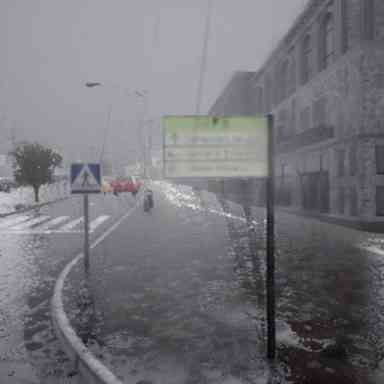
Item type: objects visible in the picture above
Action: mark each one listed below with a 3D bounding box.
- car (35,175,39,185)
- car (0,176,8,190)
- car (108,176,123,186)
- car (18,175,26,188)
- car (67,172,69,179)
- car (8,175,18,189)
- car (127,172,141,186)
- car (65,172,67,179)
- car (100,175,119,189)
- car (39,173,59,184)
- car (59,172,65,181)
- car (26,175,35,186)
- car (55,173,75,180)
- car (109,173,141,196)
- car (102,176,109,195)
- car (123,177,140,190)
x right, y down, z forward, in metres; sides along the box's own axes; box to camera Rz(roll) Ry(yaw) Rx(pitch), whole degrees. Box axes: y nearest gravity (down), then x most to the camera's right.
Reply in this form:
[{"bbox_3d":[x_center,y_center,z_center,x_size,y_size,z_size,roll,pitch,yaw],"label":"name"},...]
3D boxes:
[{"bbox_3d":[-25.950,-1.726,49.950,4.553,1.767,2.185,-3,5,-28],"label":"car"},{"bbox_3d":[-24.314,-0.720,38.289,4.792,1.488,2.163,-3,5,-26],"label":"car"},{"bbox_3d":[-12.712,-1.893,55.429,2.033,1.411,5.357,0,4,-10],"label":"car"},{"bbox_3d":[-25.052,-1.140,44.152,4.674,1.452,2.002,-3,5,-27],"label":"car"},{"bbox_3d":[-32.855,-3.926,84.775,5.008,1.535,2.097,-3,4,-32],"label":"car"},{"bbox_3d":[-24.646,-0.966,41.227,4.892,1.521,2.231,-3,5,-27],"label":"car"},{"bbox_3d":[-9.685,-2.214,55.508,2.150,2.045,5.566,0,4,-10],"label":"car"},{"bbox_3d":[-29.789,-3.026,70.250,5.008,1.535,2.097,-3,4,-32],"label":"car"},{"bbox_3d":[-11.316,-1.437,46.137,2.097,1.767,4.553,0,4,-8],"label":"car"},{"bbox_3d":[-27.982,-2.428,61.581,4.892,1.521,2.231,-3,5,-30],"label":"car"},{"bbox_3d":[-29.180,-2.830,67.358,5.008,1.535,2.097,-3,4,-31],"label":"car"},{"bbox_3d":[-25.466,-1.393,47.062,5.008,1.535,2.097,-3,5,-28],"label":"car"},{"bbox_3d":[-33.508,-4.212,87.659,4.553,1.767,2.185,-3,4,-32],"label":"car"},{"bbox_3d":[-6.960,-0.777,35.100,2.150,2.045,5.566,0,4,-5],"label":"car"},{"bbox_3d":[-10.048,-0.571,35.809,1.882,1.535,5.008,0,4,-6],"label":"car"},{"bbox_3d":[-8.204,-1.248,45.525,2.128,1.511,4.902,0,4,-8],"label":"car"}]
